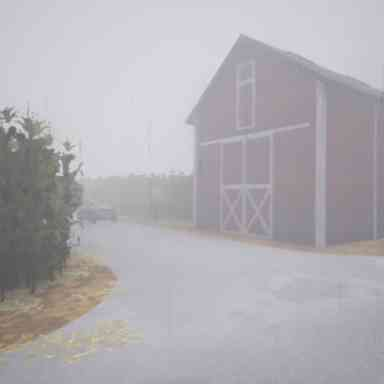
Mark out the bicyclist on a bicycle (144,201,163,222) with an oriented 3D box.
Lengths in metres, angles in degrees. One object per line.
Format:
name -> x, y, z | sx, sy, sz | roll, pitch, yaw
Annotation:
bicyclist on a bicycle -> -2.904, 1.470, 25.027 | 1.656, 1.620, 0.582 | 0, 0, -36

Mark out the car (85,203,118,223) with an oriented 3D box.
car -> -7.242, 1.551, 25.538 | 1.812, 1.442, 4.674 | 1, 0, -36
